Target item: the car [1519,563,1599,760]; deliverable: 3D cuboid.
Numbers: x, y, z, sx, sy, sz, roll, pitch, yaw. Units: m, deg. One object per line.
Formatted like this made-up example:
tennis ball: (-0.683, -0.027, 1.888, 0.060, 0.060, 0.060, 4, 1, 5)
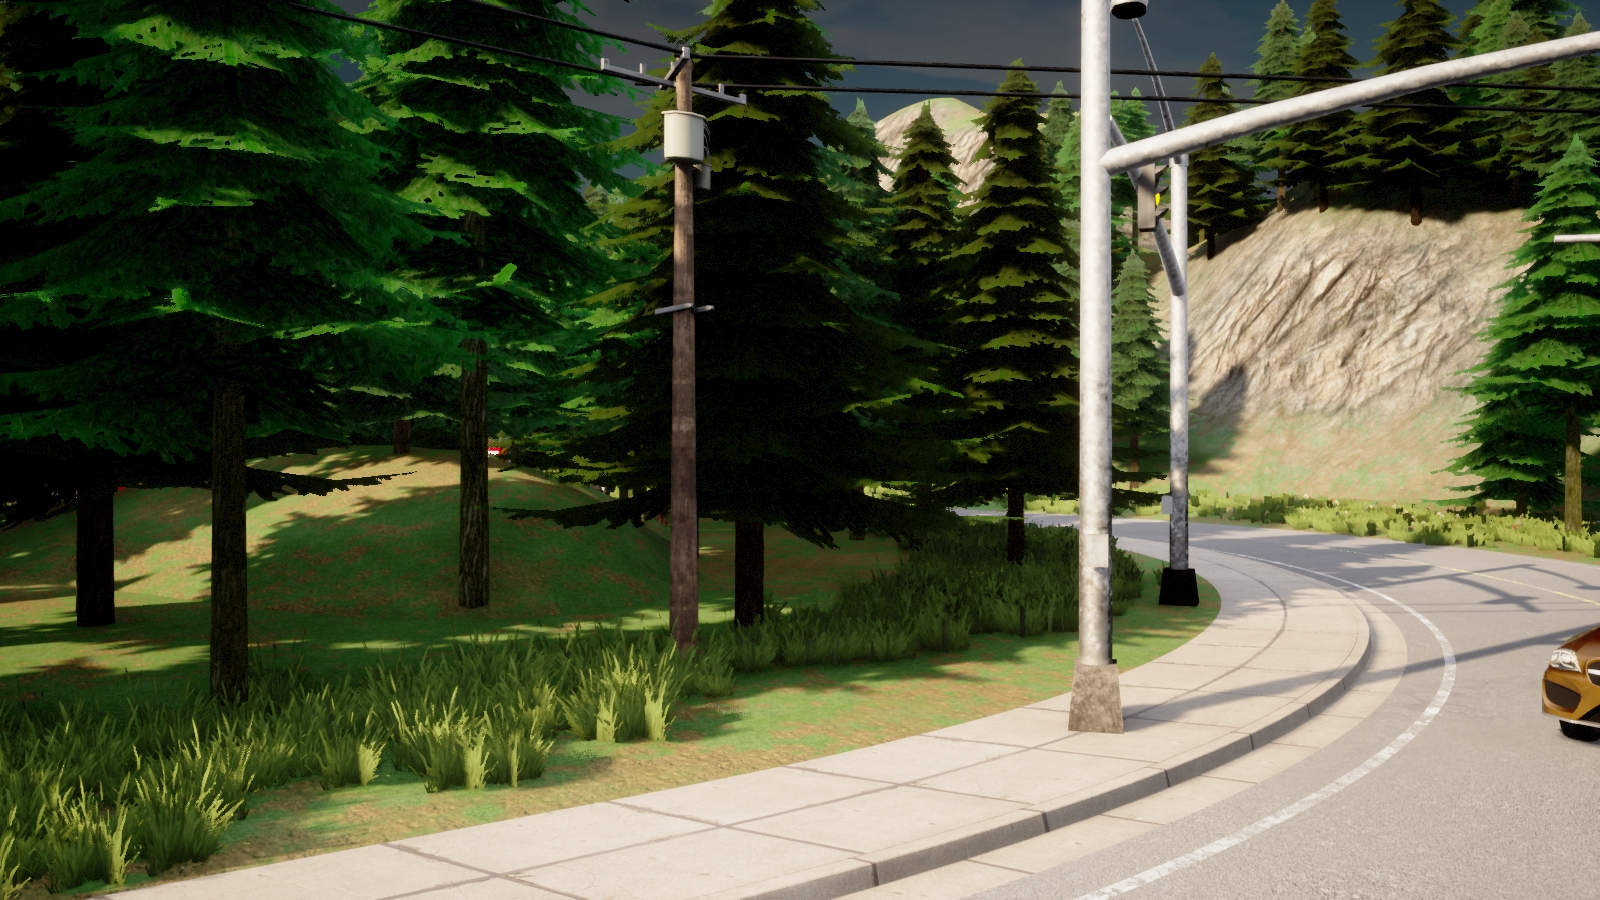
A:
car: (9.577, 1.970, 11.147, 5.027, 1.651, 2.152, 0, 0, -29)
